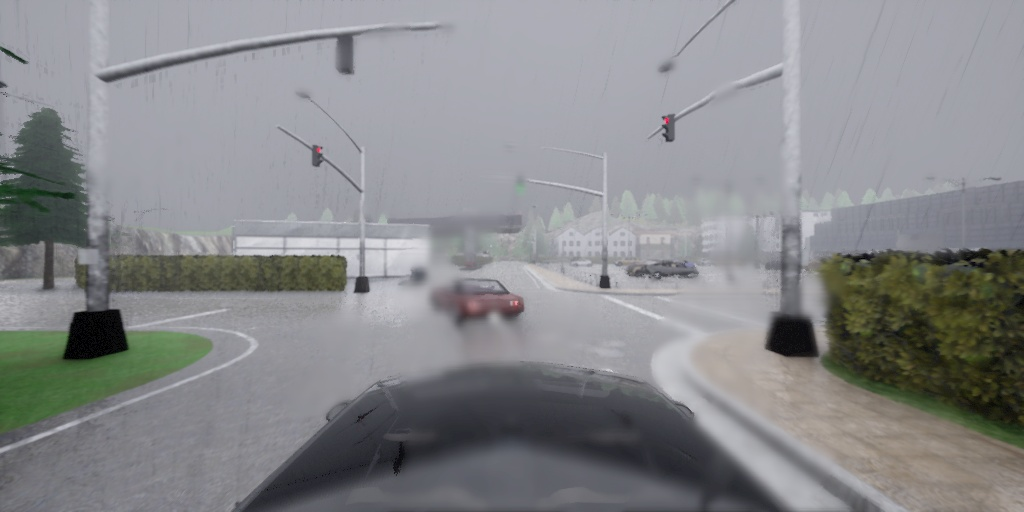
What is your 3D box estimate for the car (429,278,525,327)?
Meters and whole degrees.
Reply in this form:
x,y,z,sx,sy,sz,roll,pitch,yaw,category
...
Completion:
x,y,z,sx,sy,sz,roll,pitch,yaw,category
-1.396,1.385,11.870,1.895,1.301,4.718,0,0,-24,car
